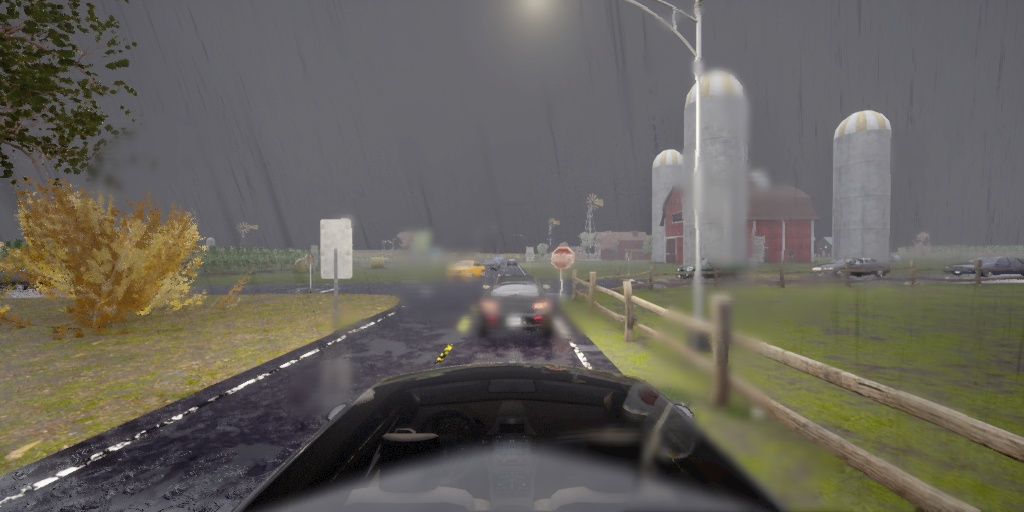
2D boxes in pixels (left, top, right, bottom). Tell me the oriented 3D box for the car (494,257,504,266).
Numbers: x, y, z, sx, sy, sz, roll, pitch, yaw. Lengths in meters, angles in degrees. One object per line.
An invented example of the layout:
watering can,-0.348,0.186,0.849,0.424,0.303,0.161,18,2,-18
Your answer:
car,-2.784,1.274,59.244,1.837,1.490,4.892,0,0,1

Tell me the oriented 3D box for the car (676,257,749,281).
car,14.297,0.851,25.852,4.553,1.767,2.097,-1,1,0

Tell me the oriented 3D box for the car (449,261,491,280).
car,-3.792,1.227,31.384,1.882,1.535,5.008,1,0,16

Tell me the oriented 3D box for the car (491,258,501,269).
car,-2.833,1.306,46.955,2.033,1.411,5.357,0,0,0

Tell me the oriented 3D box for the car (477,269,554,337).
car,0.146,1.273,10.141,1.812,1.442,4.674,0,0,2

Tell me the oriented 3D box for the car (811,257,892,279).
car,24.465,0.844,25.925,4.902,1.511,2.128,-1,1,0

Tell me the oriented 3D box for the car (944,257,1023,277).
car,34.874,0.754,25.991,5.357,1.411,2.033,-1,1,-1

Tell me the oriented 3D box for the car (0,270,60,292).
car,-35.274,1.733,25.530,4.892,1.490,1.837,-1,1,0
